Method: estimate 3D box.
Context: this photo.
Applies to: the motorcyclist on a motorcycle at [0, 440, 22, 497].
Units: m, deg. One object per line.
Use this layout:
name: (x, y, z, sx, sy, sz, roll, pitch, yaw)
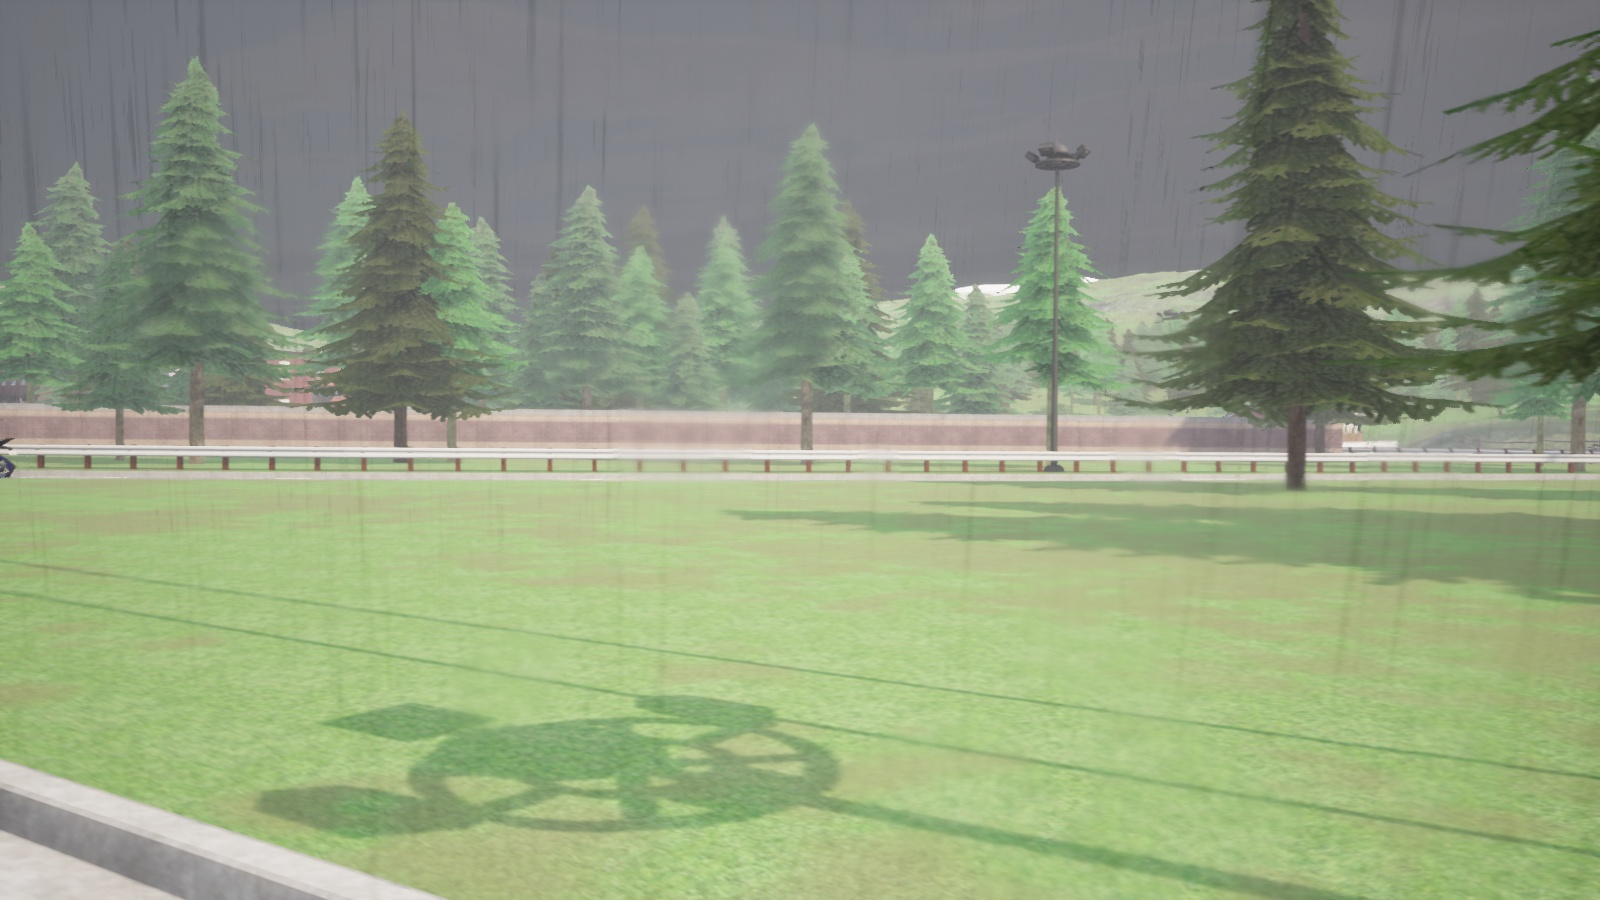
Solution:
motorcyclist on a motorcycle: (-22.673, 0.503, 34.355, 2.191, 1.530, 0.866, -1, 1, -1)
